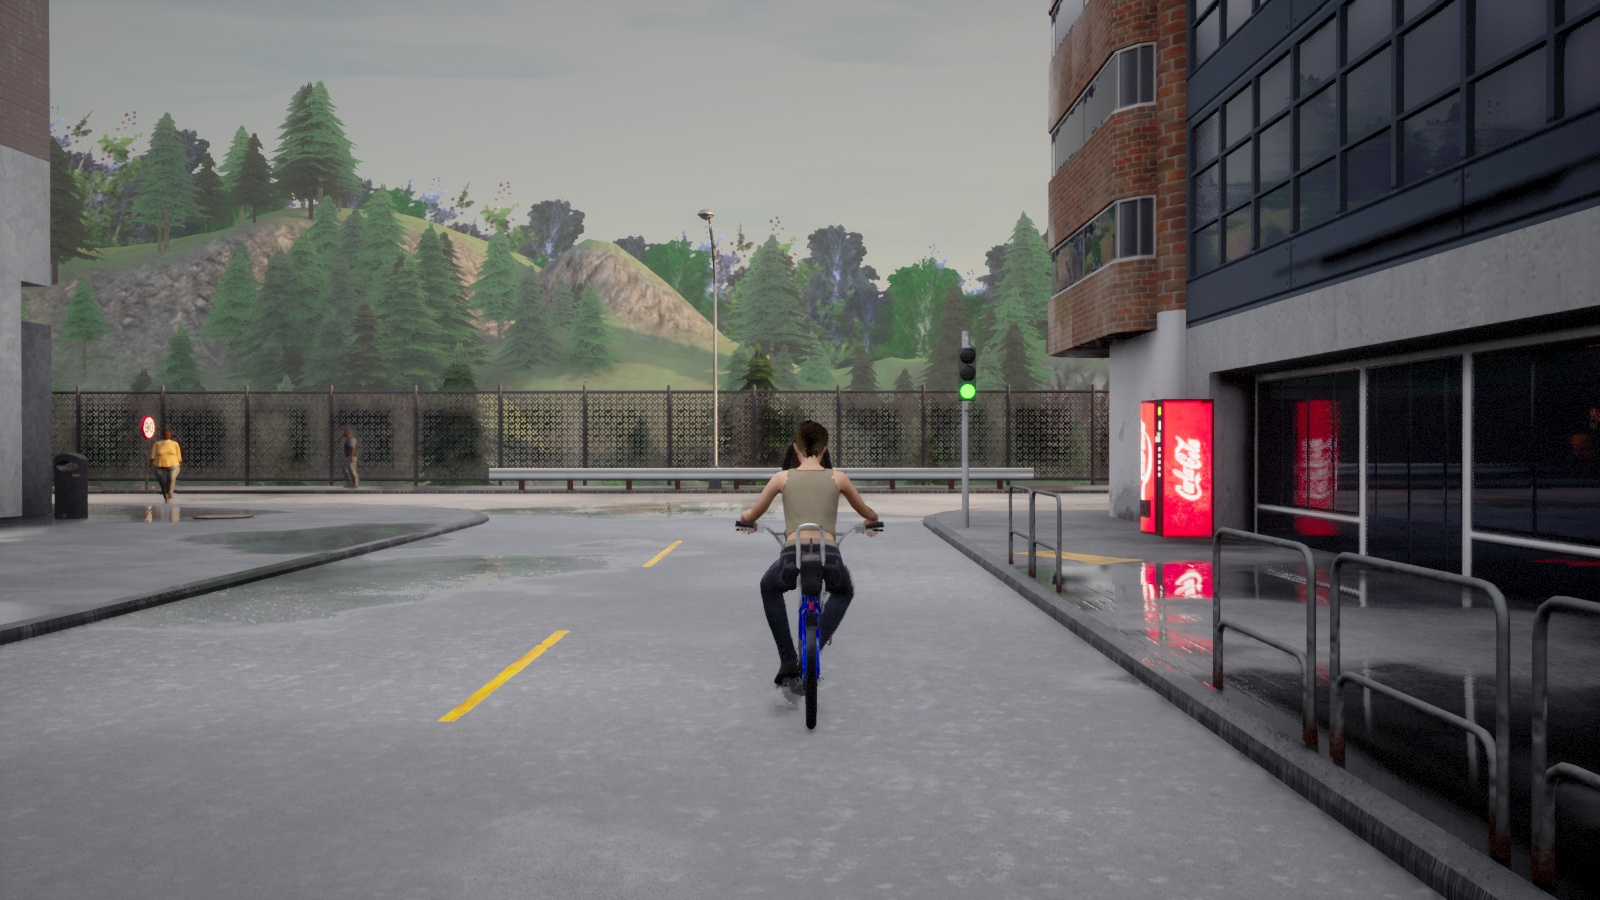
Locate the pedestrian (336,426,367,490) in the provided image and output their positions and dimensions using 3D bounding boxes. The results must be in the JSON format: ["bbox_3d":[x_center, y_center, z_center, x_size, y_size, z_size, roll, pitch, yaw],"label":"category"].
[{"bbox_3d":[-13.382,0.234,37.467,0.849,1.883,0.563,0,0,-19],"label":"pedestrian"}]

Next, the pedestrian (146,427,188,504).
[{"bbox_3d":[-15.416,0.365,30.605,0.874,1.855,0.900,0,0,-23],"label":"pedestrian"}]

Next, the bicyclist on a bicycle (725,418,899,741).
[{"bbox_3d":[0.055,0.644,7.017,0.866,1.612,1.509,0,0,0],"label":"bicyclist on a bicycle"}]
